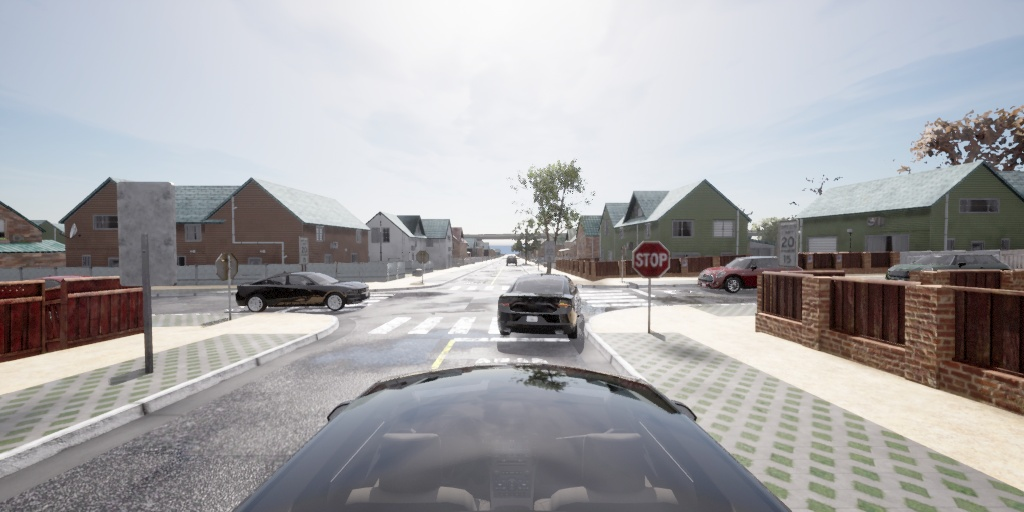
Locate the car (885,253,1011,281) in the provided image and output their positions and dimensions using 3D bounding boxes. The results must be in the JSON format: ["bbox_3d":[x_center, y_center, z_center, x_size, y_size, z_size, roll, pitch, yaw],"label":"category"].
[{"bbox_3d":[21.688,0.646,17.938,4.553,1.767,2.097,-1,2,0],"label":"car"}]

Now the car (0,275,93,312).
[{"bbox_3d":[-18.032,1.546,14.689,5.008,1.535,1.882,-1,2,0],"label":"car"}]

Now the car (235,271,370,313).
[{"bbox_3d":[-8.479,1.376,14.760,5.008,1.535,1.882,-1,2,0],"label":"car"}]

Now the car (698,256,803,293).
[{"bbox_3d":[11.794,0.820,17.859,4.553,1.767,2.097,-1,2,0],"label":"car"}]

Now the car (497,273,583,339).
[{"bbox_3d":[0.951,1.224,10.241,1.882,1.535,5.008,0,0,12],"label":"car"}]
